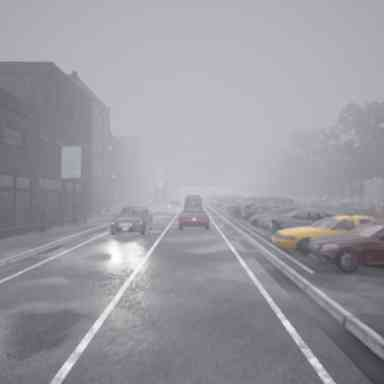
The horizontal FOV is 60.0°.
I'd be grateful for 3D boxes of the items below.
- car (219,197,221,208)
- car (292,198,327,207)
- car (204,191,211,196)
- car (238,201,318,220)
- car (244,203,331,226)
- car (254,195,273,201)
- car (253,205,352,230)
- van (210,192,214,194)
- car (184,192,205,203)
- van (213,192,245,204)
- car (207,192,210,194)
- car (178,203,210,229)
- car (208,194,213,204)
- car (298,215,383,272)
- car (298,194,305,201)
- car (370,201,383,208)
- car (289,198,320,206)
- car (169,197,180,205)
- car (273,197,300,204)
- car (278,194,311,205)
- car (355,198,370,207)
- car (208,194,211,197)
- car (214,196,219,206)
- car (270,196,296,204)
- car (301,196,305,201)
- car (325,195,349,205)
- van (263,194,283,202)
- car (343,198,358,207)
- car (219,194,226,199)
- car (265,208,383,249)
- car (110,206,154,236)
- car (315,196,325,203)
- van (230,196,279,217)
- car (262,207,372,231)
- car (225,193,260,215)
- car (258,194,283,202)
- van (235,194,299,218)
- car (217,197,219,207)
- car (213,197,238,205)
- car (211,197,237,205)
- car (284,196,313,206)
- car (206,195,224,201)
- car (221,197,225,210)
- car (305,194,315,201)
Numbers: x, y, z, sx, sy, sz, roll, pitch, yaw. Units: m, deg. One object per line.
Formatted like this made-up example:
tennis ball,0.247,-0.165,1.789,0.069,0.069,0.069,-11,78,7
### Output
car,6.215,1.667,40.924,4.892,1.521,2.231,0,0,0
car,19.353,1.691,54.798,5.008,1.535,2.097,0,0,0
car,6.459,1.467,85.458,5.566,2.045,2.435,0,0,0
car,6.119,1.621,24.225,4.892,1.521,2.231,0,0,0
car,6.083,1.642,21.442,4.792,1.488,2.163,0,0,0
car,19.570,1.587,91.126,4.553,1.767,2.185,0,0,0
car,6.101,1.644,18.658,4.674,1.452,2.002,0,0,0
van,6.478,1.486,71.541,4.442,1.987,1.878,0,0,0
car,0.159,1.367,40.571,2.150,2.045,5.566,0,0,0
van,6.161,1.468,54.905,4.442,1.987,1.878,0,0,0
car,6.358,1.589,77.233,4.553,1.767,2.185,0,0,0
car,0.133,1.649,22.389,1.994,1.385,4.181,0,0,0
car,6.121,1.699,60.409,5.366,1.575,1.946,0,0,0
car,6.072,1.621,10.450,4.674,1.452,2.002,1,0,1
car,19.312,1.561,52.015,4.553,1.767,2.185,0,0,0
car,19.419,1.631,29.857,5.366,1.575,1.946,0,0,0
car,19.375,1.735,57.583,4.674,1.452,2.002,0,0,0
car,-3.196,1.713,61.621,1.812,1.442,4.674,0,0,1
car,19.434,1.709,68.723,4.892,1.521,2.231,0,0,0
car,19.371,1.452,63.153,5.566,2.045,2.435,0,0,0
car,19.253,1.641,32.518,5.008,1.535,2.097,0,0,0
car,6.353,1.710,68.758,5.008,1.535,2.097,0,0,0
car,6.235,1.719,52.058,4.792,1.488,2.163,0,0,0
car,19.447,1.710,71.508,5.008,1.535,2.097,0,0,0
car,19.335,1.681,49.229,5.008,1.535,2.097,0,0,0
car,19.320,1.538,40.873,4.553,1.767,2.185,0,0,0
van,19.366,1.488,79.863,4.442,1.987,1.878,0,0,0
car,19.231,1.679,35.304,4.792,1.488,2.163,0,0,0
car,6.192,1.547,43.709,4.553,1.767,2.185,0,0,0
car,5.885,1.585,13.093,5.366,1.575,1.946,0,0,0
car,-3.321,1.565,19.009,2.128,1.511,4.902,0,0,0
car,19.309,1.672,43.659,4.892,1.521,2.231,0,0,0
van,6.051,1.418,32.575,4.442,1.987,1.878,0,0,0
car,6.113,1.626,15.875,4.792,1.488,2.163,0,0,0
car,6.125,1.385,29.792,5.566,2.045,2.435,0,0,0
car,19.468,1.463,82.648,5.566,2.045,2.435,0,0,0
van,6.024,1.402,27.134,4.442,1.987,1.878,0,0,0
car,6.239,1.718,46.491,4.674,1.452,2.002,0,0,0
car,6.322,1.745,63.191,4.674,1.452,2.002,0,0,0
car,6.328,1.708,65.975,5.008,1.535,2.097,0,0,0
car,19.355,1.574,60.368,4.553,1.767,2.185,0,0,0
car,6.467,1.704,93.813,5.008,1.535,2.097,0,0,0
car,6.380,1.655,38.140,5.366,1.575,1.946,0,0,0
car,19.288,1.425,46.443,5.566,2.045,2.435,0,0,0
